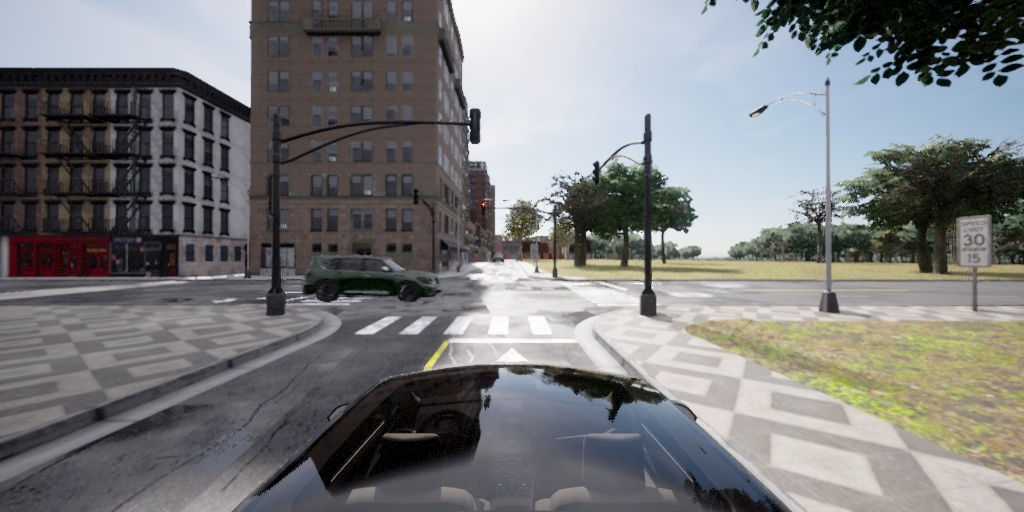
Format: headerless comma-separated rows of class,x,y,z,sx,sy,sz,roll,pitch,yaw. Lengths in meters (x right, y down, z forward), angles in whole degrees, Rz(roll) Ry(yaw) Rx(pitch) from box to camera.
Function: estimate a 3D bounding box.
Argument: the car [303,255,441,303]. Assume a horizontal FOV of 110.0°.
car,-5.928,0.992,15.481,5.566,2.045,2.150,1,-1,0
